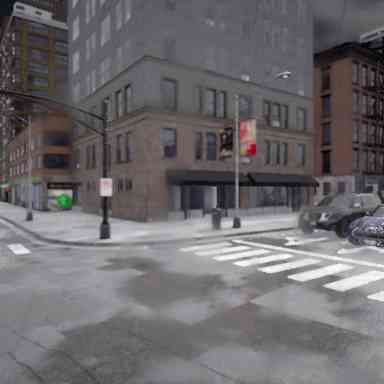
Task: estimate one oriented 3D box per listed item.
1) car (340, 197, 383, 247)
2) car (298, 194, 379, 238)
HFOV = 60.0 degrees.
[{"bbox_3d":[8.380,1.257,13.617,4.553,1.767,2.097,0,0,-36],"label":"car"},{"bbox_3d":[7.916,1.115,17.319,5.566,2.045,2.150,-1,0,-37],"label":"car"}]
